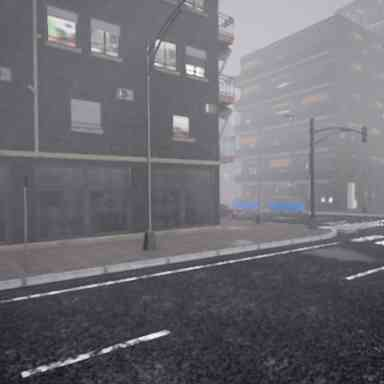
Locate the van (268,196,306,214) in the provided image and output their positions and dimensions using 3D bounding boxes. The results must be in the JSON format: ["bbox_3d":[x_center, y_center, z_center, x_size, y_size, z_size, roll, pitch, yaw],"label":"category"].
[{"bbox_3d":[9.740,1.337,34.423,1.690,1.788,3.998,-2,0,-36],"label":"van"}]

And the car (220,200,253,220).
[{"bbox_3d":[3.001,1.689,29.510,1.802,1.307,4.206,-2,0,-36],"label":"car"}]

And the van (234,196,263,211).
[{"bbox_3d":[6.427,1.411,38.941,1.690,1.788,3.998,-2,0,-36],"label":"van"}]
